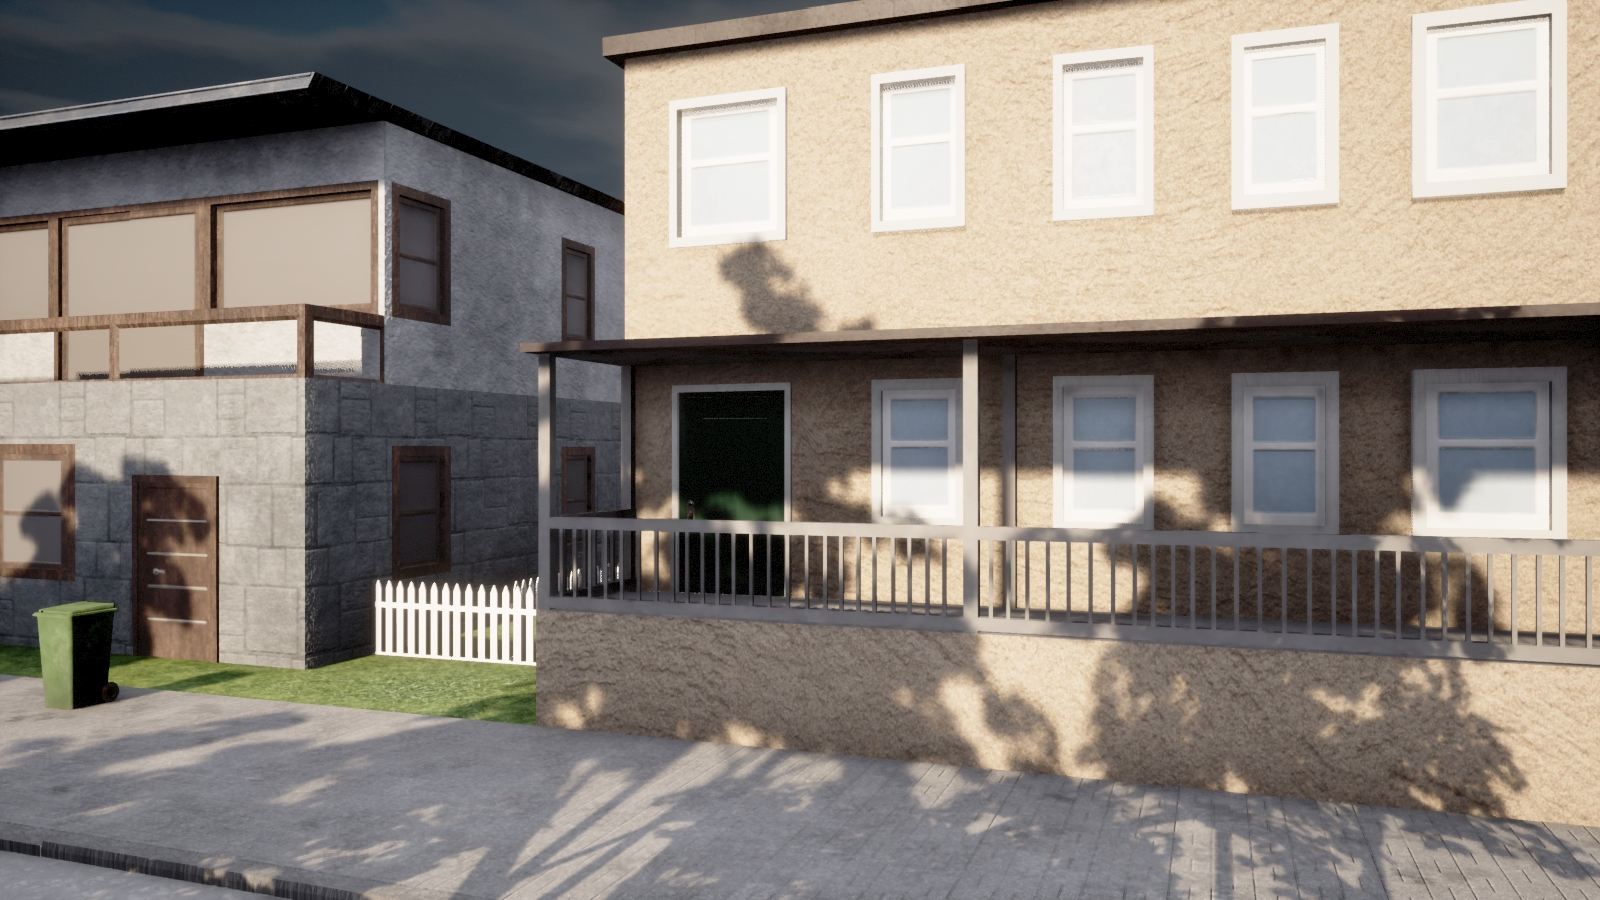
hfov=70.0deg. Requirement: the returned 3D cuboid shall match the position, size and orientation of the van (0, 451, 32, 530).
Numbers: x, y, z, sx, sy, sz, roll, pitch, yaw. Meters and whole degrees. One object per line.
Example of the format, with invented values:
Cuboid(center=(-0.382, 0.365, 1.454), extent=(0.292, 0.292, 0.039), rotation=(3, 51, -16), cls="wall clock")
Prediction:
Cuboid(center=(-27.753, 1.329, 35.973), extent=(1.988, 2.561, 5.915), rotation=(0, 0, 20), cls="van")
